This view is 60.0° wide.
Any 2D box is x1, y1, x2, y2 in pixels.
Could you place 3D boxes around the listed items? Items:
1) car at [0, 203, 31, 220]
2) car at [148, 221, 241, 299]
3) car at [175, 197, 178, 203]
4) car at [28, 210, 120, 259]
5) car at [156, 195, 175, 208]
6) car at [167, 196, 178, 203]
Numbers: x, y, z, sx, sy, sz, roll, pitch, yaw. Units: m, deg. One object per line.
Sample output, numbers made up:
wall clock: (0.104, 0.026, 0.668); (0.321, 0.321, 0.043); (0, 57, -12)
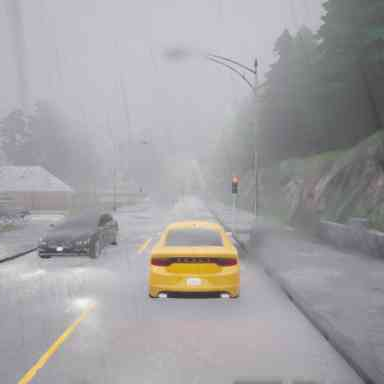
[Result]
car: (-15.722, 1.573, 27.677); (4.181, 1.385, 1.994); (0, 0, 1)
car: (0.059, 1.480, 8.527); (1.882, 1.535, 5.008); (0, 0, 1)
car: (-4.039, 1.583, 58.812); (1.994, 1.385, 4.181); (0, 0, 0)
car: (-4.055, 1.509, 12.655); (1.837, 1.490, 4.892); (0, 0, 0)
car: (-4.063, 1.368, 49.493); (2.097, 1.767, 4.553); (0, 0, 0)
car: (-3.961, 1.586, 68.821); (1.994, 1.385, 4.181); (0, 0, 0)
